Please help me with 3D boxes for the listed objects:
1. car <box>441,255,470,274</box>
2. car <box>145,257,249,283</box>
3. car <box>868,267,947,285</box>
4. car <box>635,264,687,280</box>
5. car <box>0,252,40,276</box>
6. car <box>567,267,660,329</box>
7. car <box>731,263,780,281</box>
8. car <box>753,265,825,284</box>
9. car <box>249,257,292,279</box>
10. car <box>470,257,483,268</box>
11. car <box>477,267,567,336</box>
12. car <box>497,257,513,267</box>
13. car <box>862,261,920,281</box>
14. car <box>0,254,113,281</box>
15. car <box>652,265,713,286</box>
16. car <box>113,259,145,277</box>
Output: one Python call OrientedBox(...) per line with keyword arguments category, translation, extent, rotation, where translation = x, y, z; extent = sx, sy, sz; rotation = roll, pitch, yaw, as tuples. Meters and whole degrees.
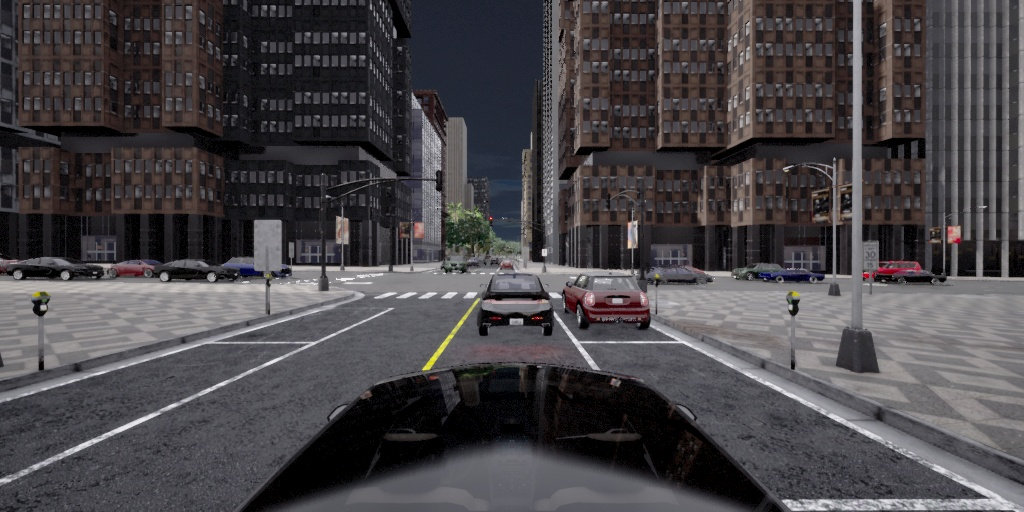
OrientedBox(category="car", translation=(-6.417, 0.953, 41.363), extent=(2.150, 2.045, 5.566), rotation=(0, 0, -2))
OrientedBox(category="car", translation=(-21.274, 0.961, 24.363), extent=(5.008, 1.535, 1.882), rotation=(1, 0, -1))
OrientedBox(category="car", translation=(34.892, 1.880, 31.553), extent=(4.718, 1.301, 1.895), rotation=(1, 0, 0))
OrientedBox(category="car", translation=(14.340, 1.541, 34.631), extent=(4.181, 1.385, 1.994), rotation=(1, 0, -1))
OrientedBox(category="car", translation=(-39.773, 0.566, 27.454), extent=(4.553, 1.767, 2.097), rotation=(1, 0, 0))
OrientedBox(category="car", translation=(2.734, 1.189, 11.247), extent=(1.967, 1.591, 4.097), rotation=(0, 0, 0))
OrientedBox(category="car", translation=(23.810, 1.466, 34.713), extent=(4.553, 1.767, 2.097), rotation=(1, 0, 0))
OrientedBox(category="car", translation=(24.388, 1.727, 31.471), extent=(4.718, 1.301, 1.895), rotation=(1, 0, 0))
OrientedBox(category="car", translation=(-19.564, 0.855, 27.628), extent=(4.553, 1.767, 2.097), rotation=(1, 0, 0))
OrientedBox(category="car", translation=(-6.695, 1.328, 63.040), extent=(2.033, 1.411, 5.357), rotation=(0, 0, 0))
OrientedBox(category="car", translation=(0.076, 1.241, 10.361), extent=(2.128, 1.511, 4.902), rotation=(0, 0, -1))
OrientedBox(category="car", translation=(-0.762, 1.197, 52.628), extent=(1.967, 1.591, 4.097), rotation=(0, 0, -1))
OrientedBox(category="car", translation=(36.418, 1.520, 34.818), extent=(5.566, 2.045, 2.150), rotation=(1, 0, -1))
OrientedBox(category="car", translation=(-30.741, 0.827, 24.281), extent=(5.008, 1.535, 1.882), rotation=(1, 0, 0))
OrientedBox(category="car", translation=(12.516, 1.506, 27.734), extent=(5.357, 1.411, 2.033), rotation=(1, 0, -3))
OrientedBox(category="car", translation=(-28.208, 0.946, 27.547), extent=(4.181, 1.385, 1.994), rotation=(1, 0, -1))
